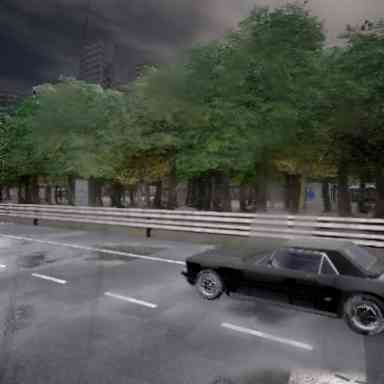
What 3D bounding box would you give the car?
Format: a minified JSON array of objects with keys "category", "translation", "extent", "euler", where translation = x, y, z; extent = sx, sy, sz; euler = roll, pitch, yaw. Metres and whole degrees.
[{"category":"car","translation":[2.100,1.602,6.673],"extent":[4.718,1.301,1.895],"euler":[0,0,36]}]
